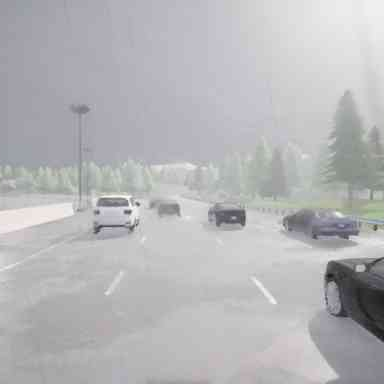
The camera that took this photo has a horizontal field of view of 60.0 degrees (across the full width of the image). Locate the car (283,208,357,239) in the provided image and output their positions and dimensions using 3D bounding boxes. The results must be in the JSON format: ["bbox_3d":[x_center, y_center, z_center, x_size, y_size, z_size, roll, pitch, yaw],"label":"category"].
[{"bbox_3d":[6.405,1.539,17.172,2.033,1.411,5.357,0,0,-4],"label":"car"}]

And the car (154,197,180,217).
[{"bbox_3d":[-2.264,1.464,31.353,1.882,1.535,5.008,0,0,-8],"label":"car"}]

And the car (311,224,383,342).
[{"bbox_3d":[3.483,1.475,4.379,1.882,1.535,5.008,0,0,-1],"label":"car"}]

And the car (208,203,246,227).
[{"bbox_3d":[2.324,1.467,23.006,1.882,1.535,5.008,0,0,-6],"label":"car"}]

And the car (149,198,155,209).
[{"bbox_3d":[-4.707,1.484,44.782,1.837,1.490,4.892,0,0,-13],"label":"car"}]

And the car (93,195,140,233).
[{"bbox_3d":[-4.368,1.213,19.646,2.150,2.045,5.566,0,0,-6],"label":"car"}]
